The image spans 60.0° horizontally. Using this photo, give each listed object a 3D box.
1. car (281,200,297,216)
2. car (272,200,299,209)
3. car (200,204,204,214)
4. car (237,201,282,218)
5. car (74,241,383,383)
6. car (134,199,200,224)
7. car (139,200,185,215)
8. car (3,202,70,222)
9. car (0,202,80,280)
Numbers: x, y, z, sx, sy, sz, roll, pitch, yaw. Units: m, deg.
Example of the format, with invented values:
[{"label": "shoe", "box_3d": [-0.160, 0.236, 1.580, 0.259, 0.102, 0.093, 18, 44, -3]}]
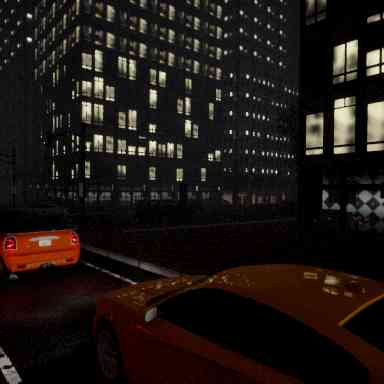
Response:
[{"label": "car", "box_3d": [10.899, 1.935, 37.363, 4.206, 1.307, 1.802, 1, 0, -39]}, {"label": "car", "box_3d": [14.336, 1.881, 50.979, 4.313, 1.339, 1.947, 1, 0, -39]}, {"label": "car", "box_3d": [-0.905, 1.672, 35.199, 4.892, 1.490, 1.837, -1, 2, -39]}, {"label": "car", "box_3d": [6.660, 1.832, 33.906, 4.829, 1.417, 1.752, 1, 0, -39]}, {"label": "car", "box_3d": [0.749, 1.476, 3.245, 1.882, 1.535, 5.008, 0, 0, -40]}, {"label": "car", "box_3d": [-2.211, 1.523, 26.669, 5.009, 1.841, 2.192, 1, 0, -39]}, {"label": "car", "box_3d": [-3.272, 1.647, 36.619, 4.829, 1.417, 1.752, 1, 0, -39]}, {"label": "car", "box_3d": [-12.423, 1.562, 26.731, 4.674, 1.442, 1.812, 1, 1, -25]}, {"label": "car", "box_3d": [-5.193, 1.347, 10.285, 2.097, 1.767, 4.553, 0, 0, -40]}]
